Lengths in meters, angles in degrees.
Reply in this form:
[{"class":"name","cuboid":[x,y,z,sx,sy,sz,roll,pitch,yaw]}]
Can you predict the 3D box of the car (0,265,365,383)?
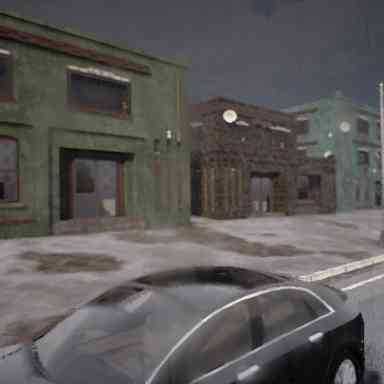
[{"class":"car","cuboid":[-0.086,1.592,3.204,4.892,1.490,1.837,1,-2,-40]}]
